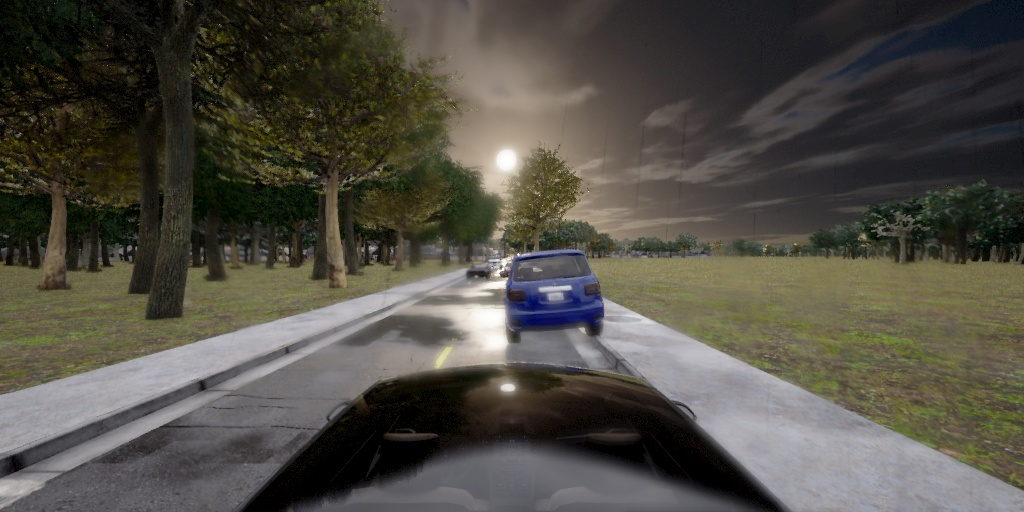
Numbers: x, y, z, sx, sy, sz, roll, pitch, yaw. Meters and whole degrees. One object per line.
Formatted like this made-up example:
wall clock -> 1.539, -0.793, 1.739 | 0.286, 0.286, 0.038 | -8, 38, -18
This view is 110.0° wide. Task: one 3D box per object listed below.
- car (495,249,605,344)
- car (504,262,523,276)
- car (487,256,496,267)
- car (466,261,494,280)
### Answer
car -> 0.882, 0.897, 9.771 | 2.150, 2.045, 5.566 | -5, 0, 0
car -> 0.121, 1.352, 38.265 | 1.895, 1.301, 4.718 | 0, 0, 0
car -> -2.685, 0.973, 56.708 | 2.150, 2.045, 5.566 | 0, 0, 0
car -> -2.815, 1.351, 30.942 | 1.895, 1.301, 4.718 | 0, 0, 0
